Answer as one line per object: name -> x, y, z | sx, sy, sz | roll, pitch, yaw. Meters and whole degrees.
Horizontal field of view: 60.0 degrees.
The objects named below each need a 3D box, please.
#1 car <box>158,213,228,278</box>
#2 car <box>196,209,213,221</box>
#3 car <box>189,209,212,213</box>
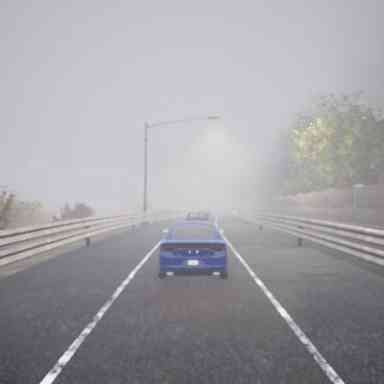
car -> 0.052, 1.648, 10.716 | 1.882, 1.535, 5.008 | 0, -1, 1
car -> 1.844, 3.217, 47.624 | 2.128, 1.511, 4.902 | 0, -3, 4
car -> 0.394, 2.066, 22.044 | 2.128, 1.511, 4.902 | 0, -2, 2
